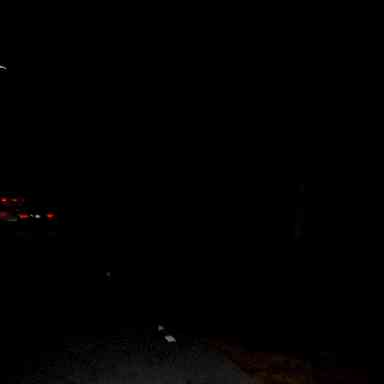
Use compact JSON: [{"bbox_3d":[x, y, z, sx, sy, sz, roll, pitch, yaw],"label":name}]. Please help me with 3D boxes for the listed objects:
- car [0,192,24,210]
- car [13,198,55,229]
[{"bbox_3d":[-18.011,0.756,32.923,2.097,1.767,4.553,0,1,-39],"label":"car"},{"bbox_3d":[-9.382,1.292,19.860,2.033,1.411,5.357,1,1,-28],"label":"car"}]
